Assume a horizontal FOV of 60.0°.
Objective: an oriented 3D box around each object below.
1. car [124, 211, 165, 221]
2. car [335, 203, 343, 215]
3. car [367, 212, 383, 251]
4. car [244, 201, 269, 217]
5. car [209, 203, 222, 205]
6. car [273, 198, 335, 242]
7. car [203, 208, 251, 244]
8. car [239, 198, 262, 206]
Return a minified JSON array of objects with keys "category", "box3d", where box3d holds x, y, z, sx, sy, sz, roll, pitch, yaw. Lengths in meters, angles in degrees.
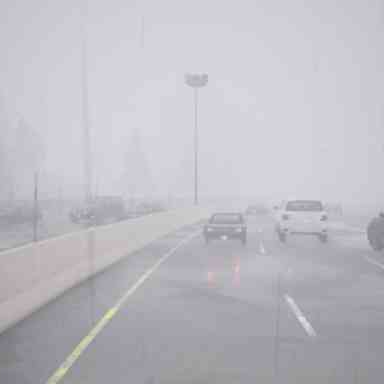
[{"category":"car","box3d":[-3.524,1.568,25.345,2.128,1.511,4.902,0,0,16]},{"category":"car","box3d":[15.247,1.801,35.966,1.895,1.301,4.718,0,0,24]},{"category":"car","box3d":[8.032,1.300,11.380,2.150,2.045,5.566,0,0,8]},{"category":"car","box3d":[6.618,1.677,33.418,1.812,1.442,4.674,0,0,20]},{"category":"car","box3d":[3.615,1.754,58.551,1.812,1.442,4.674,0,0,33]},{"category":"car","box3d":[5.478,1.309,17.142,2.150,2.045,5.566,0,0,11]},{"category":"car","box3d":[1.778,1.669,16.410,1.895,1.301,4.718,0,0,10]},{"category":"car","box3d":[11.129,1.829,63.284,2.033,1.411,5.357,0,0,37]}]
